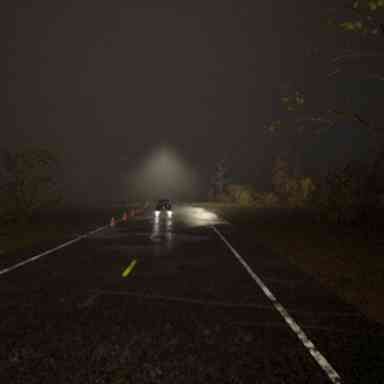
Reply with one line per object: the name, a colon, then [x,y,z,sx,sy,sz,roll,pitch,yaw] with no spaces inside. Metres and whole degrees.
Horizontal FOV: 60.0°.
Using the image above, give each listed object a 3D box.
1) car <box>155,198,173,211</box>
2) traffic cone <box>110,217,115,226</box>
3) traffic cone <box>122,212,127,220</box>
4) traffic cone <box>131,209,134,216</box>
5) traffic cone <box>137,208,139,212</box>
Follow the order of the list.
car: [-3.456,1.545,40.838,1.837,1.490,4.892,0,0,-4]
traffic cone: [-5.341,1.976,22.419,0.340,0.580,0.340,0,0,-2]
traffic cone: [-5.546,1.982,27.391,0.340,0.580,0.340,0,0,-3]
traffic cone: [-5.789,1.988,32.361,0.340,0.580,0.340,0,0,-3]
traffic cone: [-6.070,1.994,37.329,0.340,0.580,0.340,0,0,-3]
